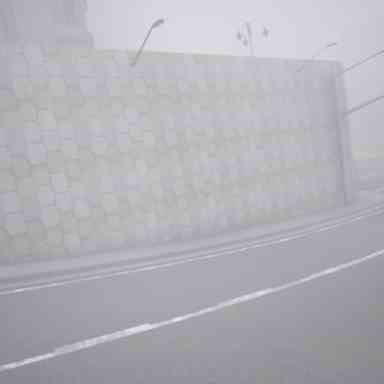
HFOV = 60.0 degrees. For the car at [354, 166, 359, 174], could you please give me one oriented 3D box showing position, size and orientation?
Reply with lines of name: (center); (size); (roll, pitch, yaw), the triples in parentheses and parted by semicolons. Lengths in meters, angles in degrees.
car: (14.772, -2.320, 34.627); (1.837, 1.490, 4.892); (-14, 8, -35)
